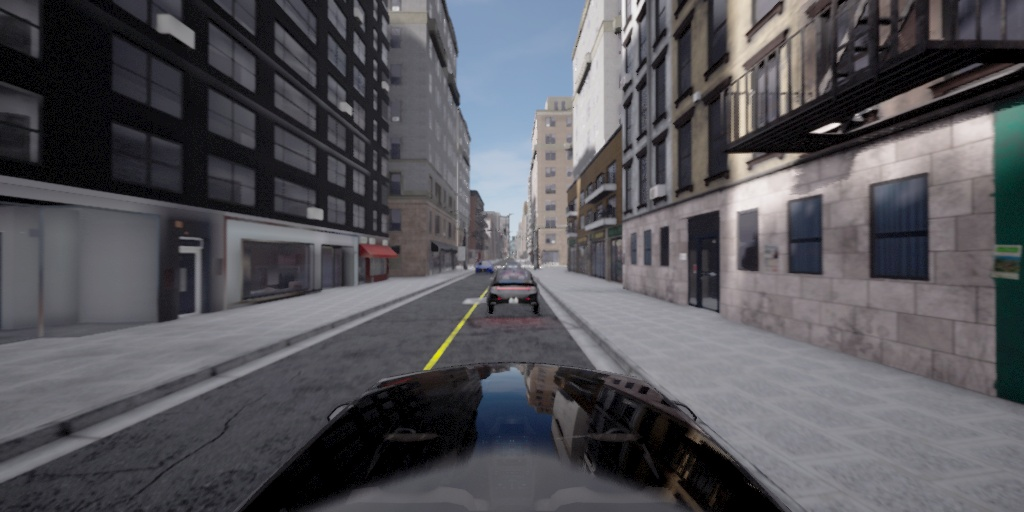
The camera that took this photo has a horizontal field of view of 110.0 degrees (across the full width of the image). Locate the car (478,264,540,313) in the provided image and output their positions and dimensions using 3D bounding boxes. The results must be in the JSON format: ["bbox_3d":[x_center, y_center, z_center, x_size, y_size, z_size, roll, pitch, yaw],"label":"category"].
[{"bbox_3d":[0.067,1.263,14.145,2.128,1.511,4.902,0,0,0],"label":"car"}]

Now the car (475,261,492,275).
[{"bbox_3d":[-3.084,1.284,40.673,1.882,1.535,5.008,0,0,0],"label":"car"}]
